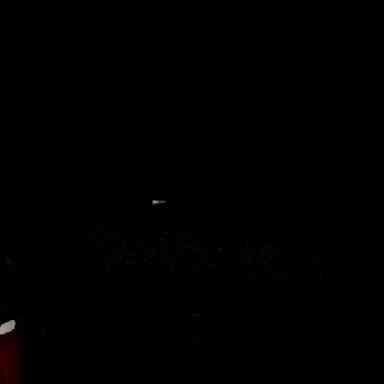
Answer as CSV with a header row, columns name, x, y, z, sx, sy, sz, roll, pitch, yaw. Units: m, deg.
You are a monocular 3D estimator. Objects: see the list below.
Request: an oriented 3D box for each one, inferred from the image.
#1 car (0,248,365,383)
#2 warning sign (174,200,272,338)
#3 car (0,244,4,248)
name,x,y,z,sx,sy,sz,roll,pitch,yaw
car,-0.706,1.523,3.369,4.507,1.381,1.887,1,0,36
warning sign,0.533,1.092,5.436,1.060,1.860,1.300,1,0,36
car,-5.272,1.368,6.676,4.097,1.590,1.967,1,0,36
